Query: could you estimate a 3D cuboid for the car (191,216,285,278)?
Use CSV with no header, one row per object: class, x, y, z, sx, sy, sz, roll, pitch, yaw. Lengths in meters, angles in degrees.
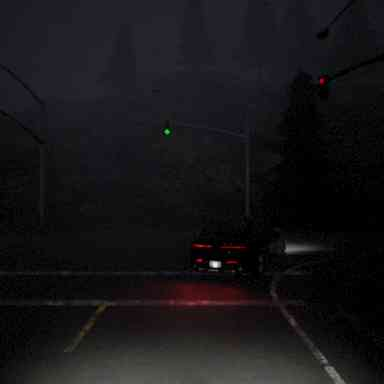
car,1.559,1.521,10.438,1.837,1.490,4.892,-2,0,24
